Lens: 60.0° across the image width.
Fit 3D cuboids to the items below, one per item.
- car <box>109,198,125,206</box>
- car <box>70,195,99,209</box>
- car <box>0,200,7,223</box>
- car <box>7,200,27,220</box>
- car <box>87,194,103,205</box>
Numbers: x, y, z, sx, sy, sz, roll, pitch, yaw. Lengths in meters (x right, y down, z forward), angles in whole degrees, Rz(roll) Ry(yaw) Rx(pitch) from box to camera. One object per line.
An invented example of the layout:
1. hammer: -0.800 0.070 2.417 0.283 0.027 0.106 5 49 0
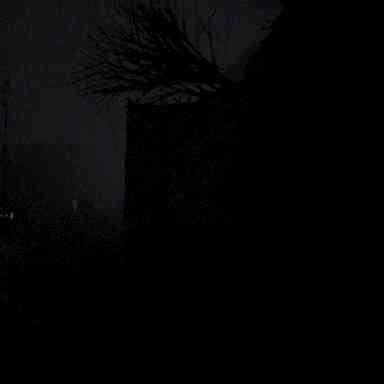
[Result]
1. car: -14.152 1.800 62.738 1.812 1.442 4.674 2 0 6
2. car: -15.660 1.607 47.552 2.128 1.511 4.902 2 0 6
3. car: -14.147 1.411 21.990 1.882 1.535 5.008 1 -1 -15
4. car: -15.245 1.463 27.486 1.837 1.490 4.892 1 -1 -7
5. car: -17.976 1.366 59.889 2.150 2.045 5.566 2 0 6
